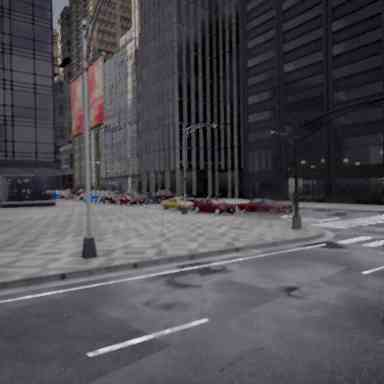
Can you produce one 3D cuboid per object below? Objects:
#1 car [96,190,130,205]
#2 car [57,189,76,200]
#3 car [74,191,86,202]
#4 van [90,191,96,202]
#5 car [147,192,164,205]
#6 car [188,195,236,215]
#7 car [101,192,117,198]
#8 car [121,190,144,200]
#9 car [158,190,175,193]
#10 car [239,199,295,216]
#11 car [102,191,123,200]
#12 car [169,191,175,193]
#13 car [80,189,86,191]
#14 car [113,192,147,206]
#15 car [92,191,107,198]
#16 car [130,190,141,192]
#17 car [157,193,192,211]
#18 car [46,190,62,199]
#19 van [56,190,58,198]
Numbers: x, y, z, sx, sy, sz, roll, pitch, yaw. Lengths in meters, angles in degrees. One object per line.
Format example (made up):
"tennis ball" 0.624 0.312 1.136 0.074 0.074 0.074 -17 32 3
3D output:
"car" -11.260 0.788 47.151 2.192 1.841 5.009 -1 1 -36
"car" -24.432 0.696 65.393 1.967 1.590 4.097 -1 1 -36
"car" -17.845 0.919 56.275 2.008 1.369 4.403 -1 1 -36
"van" -14.553 0.762 51.712 1.690 1.788 3.998 -1 1 -36
"car" -5.733 1.025 44.218 1.994 1.385 4.181 -2 1 -36
"car" 1.914 1.209 28.915 1.887 1.381 4.507 -1 1 -36
"car" -17.518 0.645 70.381 1.802 1.307 4.206 -1 1 -36
"car" -10.933 0.490 61.258 2.192 1.841 5.009 -1 1 -36
"car" -4.348 0.595 52.138 2.192 1.841 5.009 -1 1 -36
"car" 6.183 1.230 27.702 1.895 1.301 4.718 -2 1 -36
"car" -14.953 0.696 62.258 2.128 1.511 4.902 -2 1 -36
"car" -1.054 0.896 47.582 1.947 1.339 4.313 -1 1 -36
"car" -27.398 0.207 84.055 2.192 1.841 5.009 -1 1 -36
"car" -7.965 1.068 42.594 1.887 1.381 4.507 -1 1 -36
"car" -20.811 0.551 74.940 1.887 1.381 4.507 -1 1 -36
"car" -8.962 0.792 54.047 2.128 1.511 4.902 -2 1 -35
"car" -1.280 1.145 33.337 1.752 1.417 4.829 -1 1 -36
"car" -31.018 0.457 74.510 2.192 1.841 5.009 -1 1 -36
"van" -27.725 0.541 69.951 1.690 1.788 3.998 -1 1 -36
